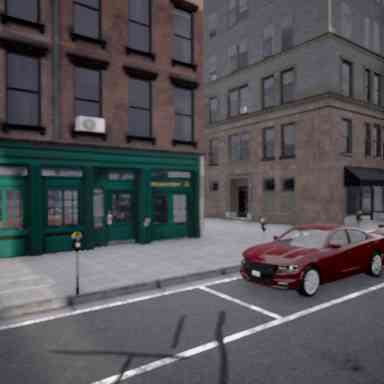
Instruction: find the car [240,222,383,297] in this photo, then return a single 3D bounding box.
[{"bbox_3d":[3.211,1.498,8.481,4.507,1.381,1.887,0,0,-36],"label":"car"}]
